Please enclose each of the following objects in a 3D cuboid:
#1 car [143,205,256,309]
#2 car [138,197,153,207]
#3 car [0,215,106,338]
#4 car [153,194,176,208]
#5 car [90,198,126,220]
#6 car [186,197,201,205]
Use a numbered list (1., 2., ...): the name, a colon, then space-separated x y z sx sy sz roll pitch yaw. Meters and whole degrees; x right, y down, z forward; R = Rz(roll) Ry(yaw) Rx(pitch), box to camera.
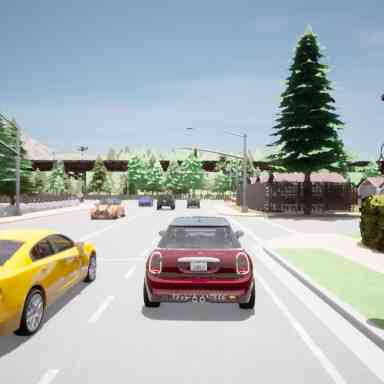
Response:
1. car: 0.210 1.352 8.066 2.097 1.767 4.553 0 0 2
2. car: -6.904 1.480 50.234 1.882 1.535 5.008 0 0 0
3. car: -3.406 1.478 6.693 1.882 1.535 5.008 0 0 0
4. car: -3.315 1.222 43.031 2.150 2.045 5.566 0 0 0
5. car: -7.043 1.352 28.103 2.097 1.767 4.553 0 0 0
6. car: 0.208 1.505 47.102 1.837 1.490 4.892 0 0 1
